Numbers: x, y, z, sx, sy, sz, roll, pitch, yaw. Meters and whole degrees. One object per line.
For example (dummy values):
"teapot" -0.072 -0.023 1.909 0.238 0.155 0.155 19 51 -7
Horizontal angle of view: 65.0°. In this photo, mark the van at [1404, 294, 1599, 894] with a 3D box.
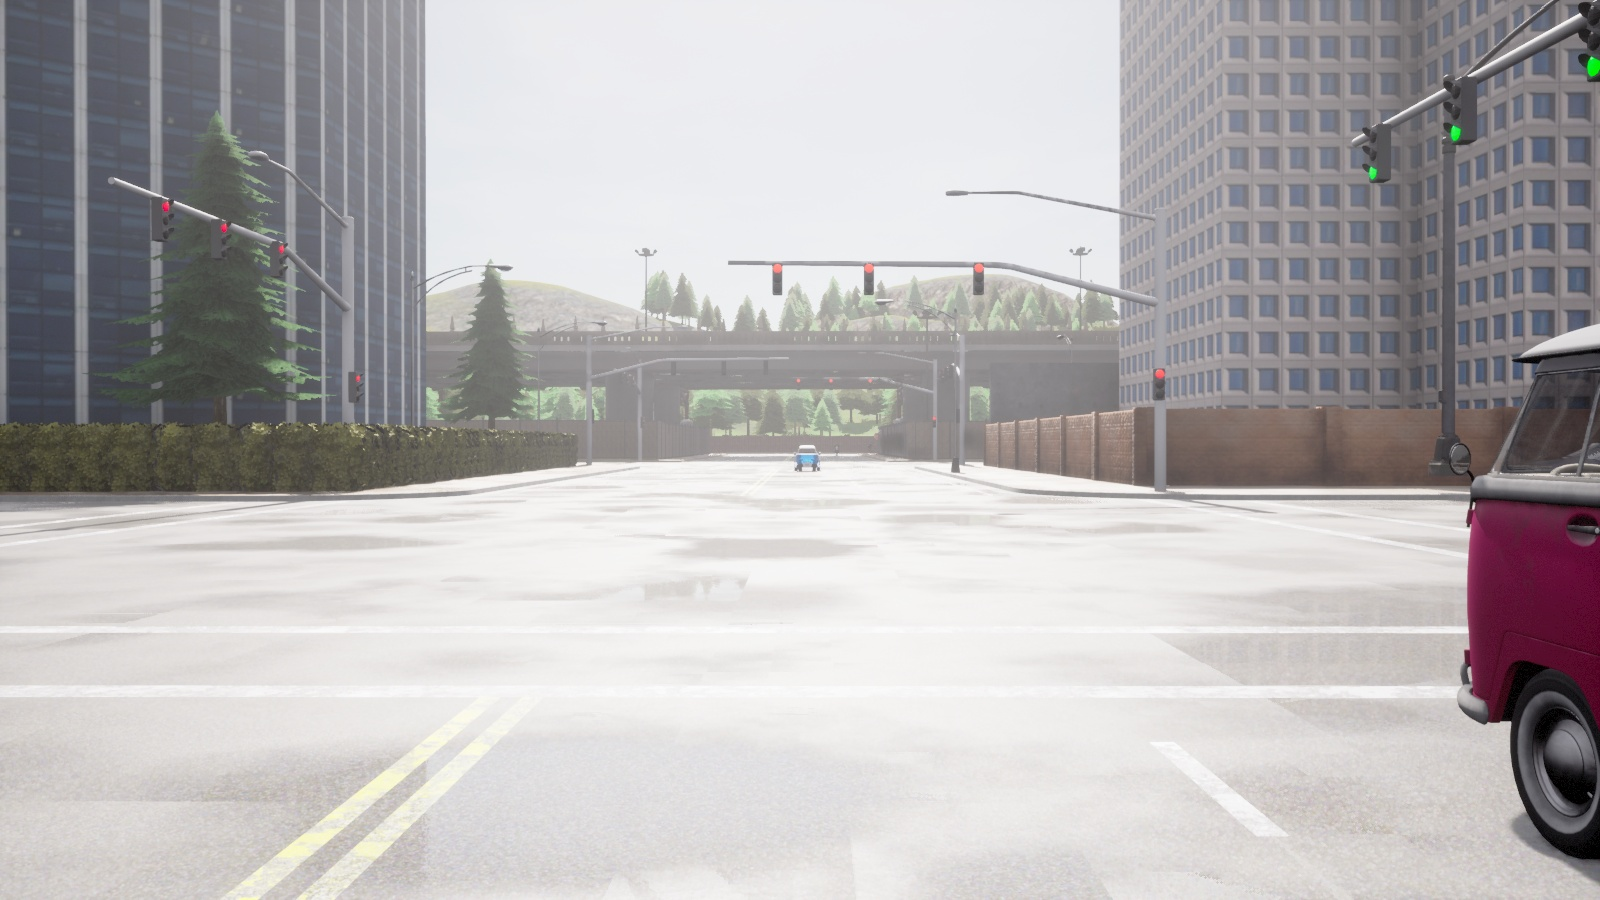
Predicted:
"van" 3.533 0.483 3.300 1.775 1.987 4.442 0 0 0

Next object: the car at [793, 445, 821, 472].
"car" 0.383 0.426 66.471 1.481 1.376 2.207 0 1 0
